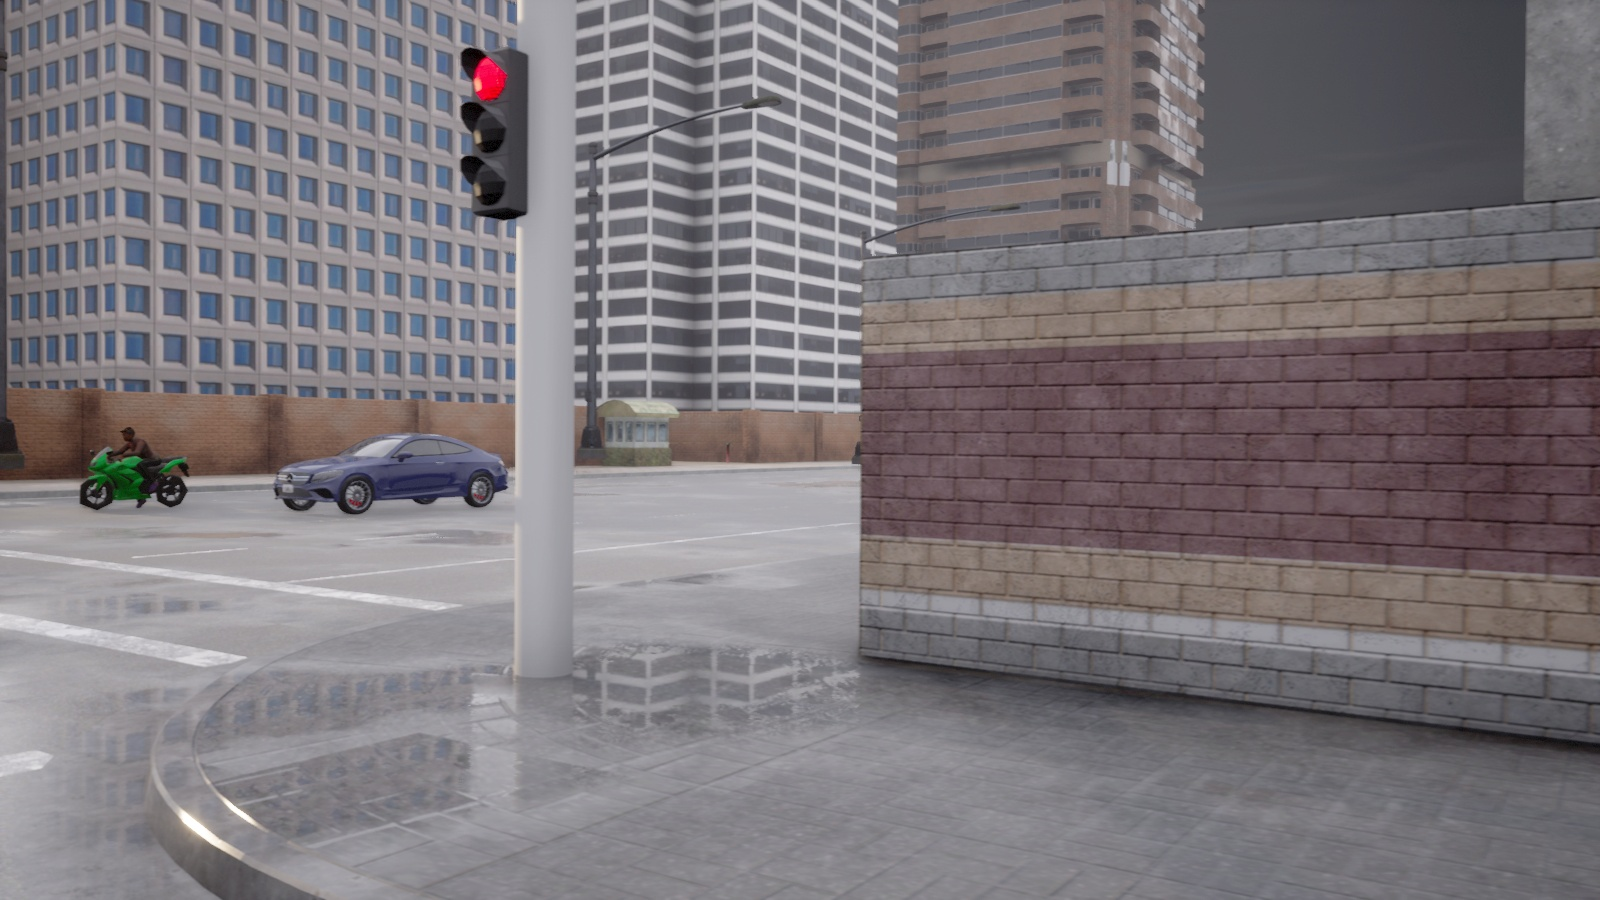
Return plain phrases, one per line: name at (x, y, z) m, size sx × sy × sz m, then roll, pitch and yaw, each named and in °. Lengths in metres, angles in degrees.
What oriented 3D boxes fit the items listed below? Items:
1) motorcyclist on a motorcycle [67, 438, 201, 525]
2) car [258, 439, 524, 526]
motorcyclist on a motorcycle at (-12.299, 0.556, 23.260) m, size 0.797 × 1.523 × 2.044 m, roll 0°, pitch 1°, yaw 34°
car at (-7.633, 0.541, 23.917) m, size 1.812 × 1.442 × 4.674 m, roll 0°, pitch 1°, yaw 34°
